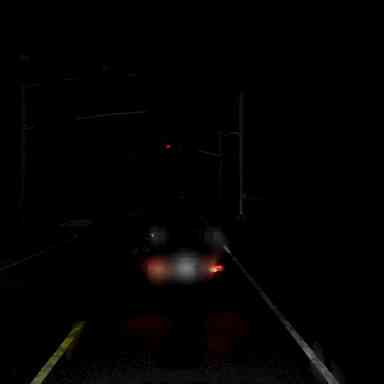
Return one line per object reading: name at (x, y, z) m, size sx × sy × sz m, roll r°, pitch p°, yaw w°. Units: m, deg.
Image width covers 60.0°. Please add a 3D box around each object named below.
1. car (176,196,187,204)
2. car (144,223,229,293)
car at (-1.980, 1.525, 63.454) m, size 1.812 × 1.442 × 4.674 m, roll 0°, pitch 0°, yaw -2°
car at (-0.175, 1.547, 8.984) m, size 2.033 × 1.411 × 5.357 m, roll 0°, pitch 0°, yaw -1°
